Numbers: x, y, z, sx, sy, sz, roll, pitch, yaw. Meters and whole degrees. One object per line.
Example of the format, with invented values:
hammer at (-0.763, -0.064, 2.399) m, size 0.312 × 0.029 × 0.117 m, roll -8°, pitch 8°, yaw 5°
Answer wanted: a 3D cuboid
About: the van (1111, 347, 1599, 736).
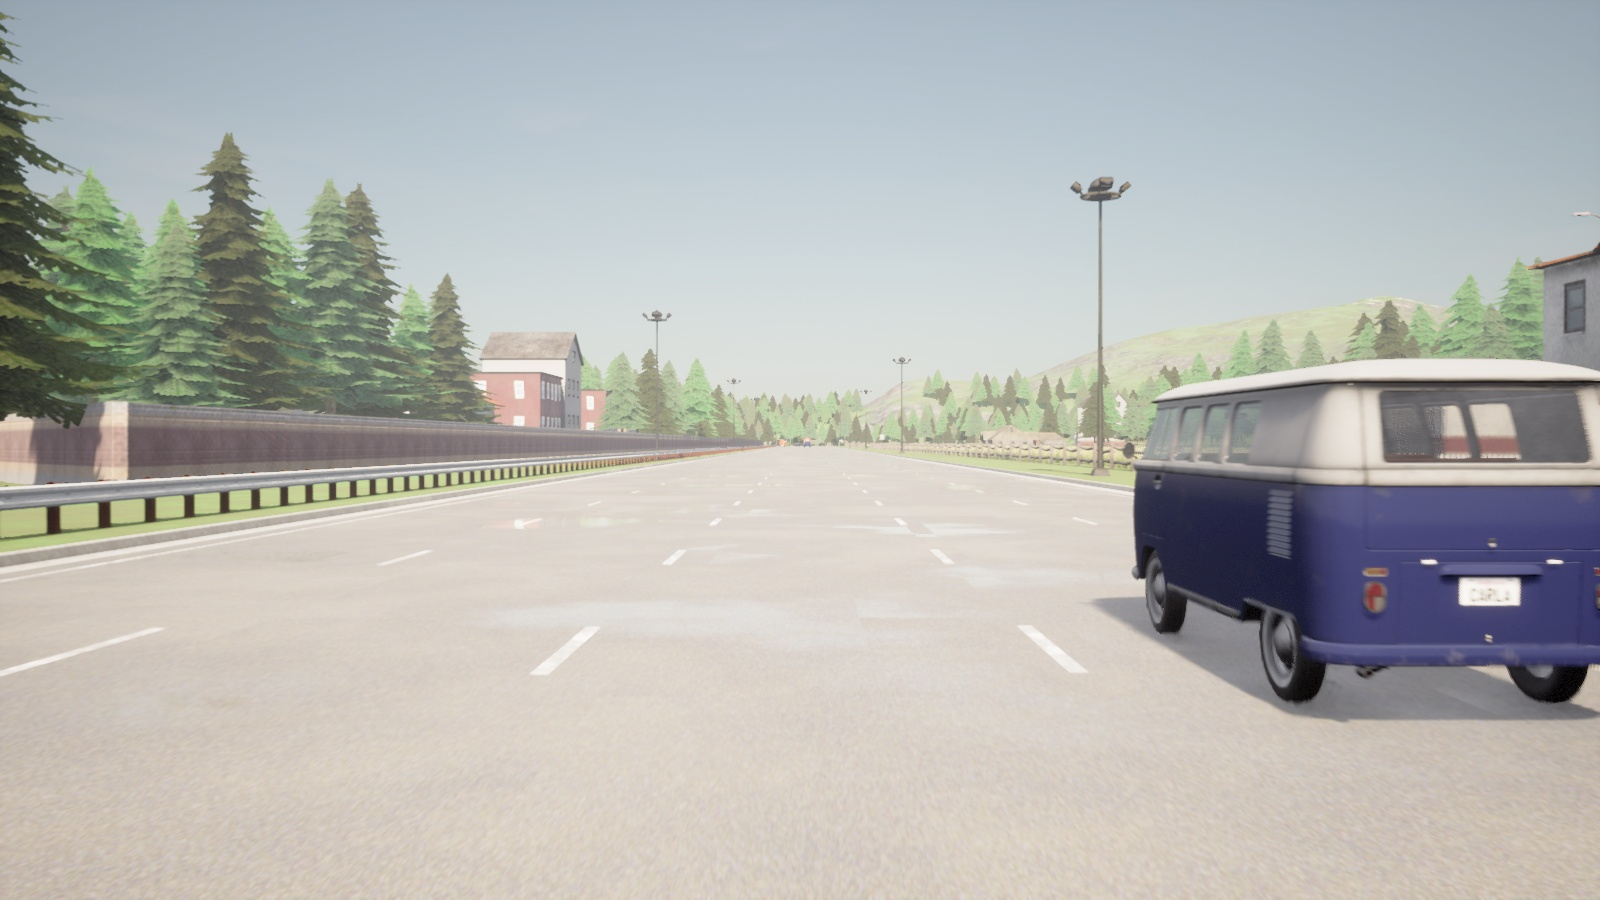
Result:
van at (3.565, 0.454, 8.638) m, size 1.775 × 1.987 × 4.442 m, roll 0°, pitch 0°, yaw 0°
